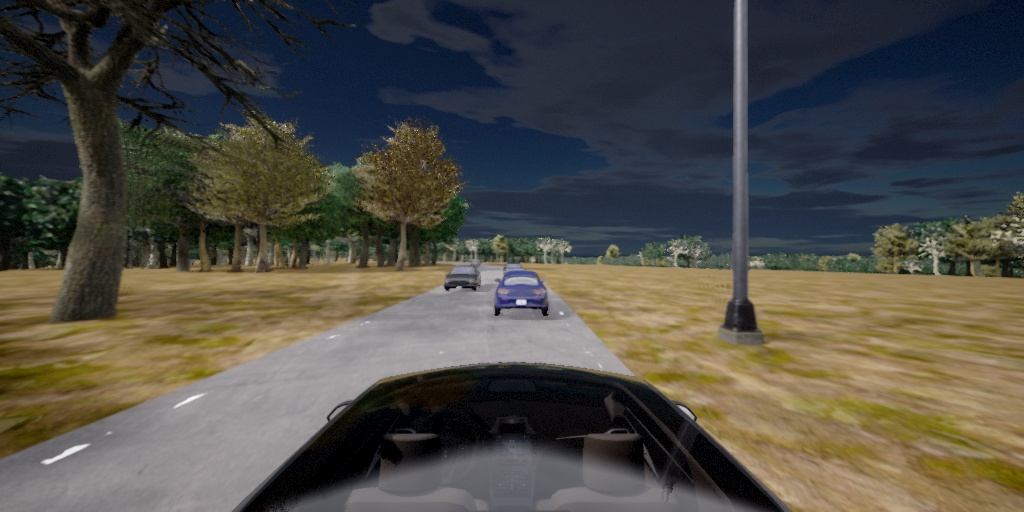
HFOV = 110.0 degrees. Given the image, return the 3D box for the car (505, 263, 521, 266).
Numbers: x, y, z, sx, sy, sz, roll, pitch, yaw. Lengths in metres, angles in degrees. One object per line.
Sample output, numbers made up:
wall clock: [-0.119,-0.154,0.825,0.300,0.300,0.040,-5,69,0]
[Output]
car: [0.075,1.298,31.432,2.033,1.411,5.357,0,0,-2]

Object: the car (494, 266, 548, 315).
car: [0.330,1.276,13.464,1.812,1.442,4.674,0,0,1]

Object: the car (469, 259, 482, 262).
car: [-6.489,1.239,63.312,2.128,1.511,4.902,0,0,-9]

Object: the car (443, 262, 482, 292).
car: [-2.835,1.290,21.678,2.033,1.411,5.357,0,0,-1]
